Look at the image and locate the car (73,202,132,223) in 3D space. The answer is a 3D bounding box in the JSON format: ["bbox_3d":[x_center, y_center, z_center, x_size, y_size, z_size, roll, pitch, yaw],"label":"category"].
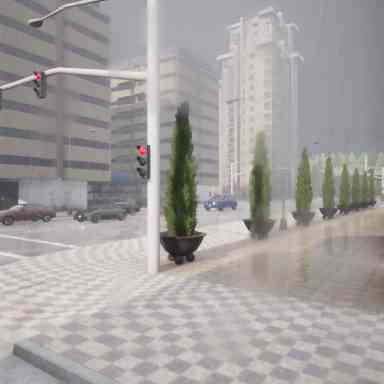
[{"bbox_3d":[-7.122,1.619,26.100,1.994,1.385,4.181,0,0,35],"label":"car"}]

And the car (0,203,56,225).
[{"bbox_3d":[-12.391,1.581,24.582,1.812,1.442,4.674,0,0,34],"label":"car"}]

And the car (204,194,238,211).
[{"bbox_3d":[3.716,1.277,41.812,2.150,2.045,5.566,0,0,35],"label":"car"}]

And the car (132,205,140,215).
[{"bbox_3d":[-7.248,1.656,32.089,1.895,1.301,4.718,0,0,35],"label":"car"}]

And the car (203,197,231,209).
[{"bbox_3d":[3.625,1.560,47.820,1.837,1.490,4.892,0,0,35],"label":"car"}]
